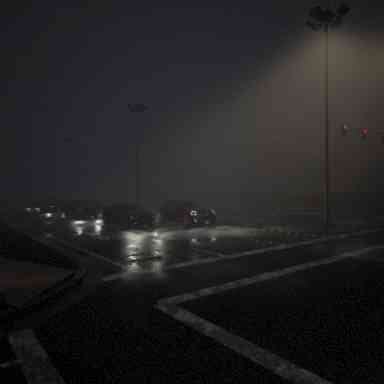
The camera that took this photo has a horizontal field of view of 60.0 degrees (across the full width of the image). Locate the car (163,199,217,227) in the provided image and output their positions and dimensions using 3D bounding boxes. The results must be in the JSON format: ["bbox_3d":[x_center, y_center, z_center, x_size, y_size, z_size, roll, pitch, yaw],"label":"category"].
[{"bbox_3d":[-0.369,1.286,22.261,2.097,1.767,4.553,0,0,-36],"label":"car"}]

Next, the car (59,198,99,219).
[{"bbox_3d":[-9.794,1.429,29.211,1.882,1.535,5.008,0,0,-36],"label":"car"}]

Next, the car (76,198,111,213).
[{"bbox_3d":[-10.917,1.480,36.678,2.033,1.411,5.357,0,0,-36],"label":"car"}]

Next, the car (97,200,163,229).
[{"bbox_3d":[-4.164,1.429,21.518,1.882,1.535,5.008,0,0,-36],"label":"car"}]

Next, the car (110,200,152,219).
[{"bbox_3d":[-5.456,1.497,29.215,1.994,1.385,4.181,0,0,-36],"label":"car"}]

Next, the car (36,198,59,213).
[{"bbox_3d":[-15.720,1.455,37.337,1.837,1.490,4.892,0,0,-36],"label":"car"}]

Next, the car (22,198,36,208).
[{"bbox_3d":[-22.863,1.497,47.310,2.033,1.411,5.357,0,0,-35],"label":"car"}]

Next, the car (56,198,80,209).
[{"bbox_3d":[-16.794,1.496,44.814,1.994,1.385,4.181,0,0,-36],"label":"car"}]
